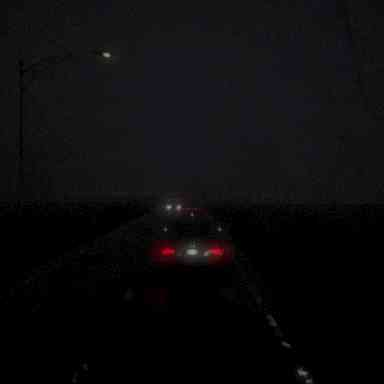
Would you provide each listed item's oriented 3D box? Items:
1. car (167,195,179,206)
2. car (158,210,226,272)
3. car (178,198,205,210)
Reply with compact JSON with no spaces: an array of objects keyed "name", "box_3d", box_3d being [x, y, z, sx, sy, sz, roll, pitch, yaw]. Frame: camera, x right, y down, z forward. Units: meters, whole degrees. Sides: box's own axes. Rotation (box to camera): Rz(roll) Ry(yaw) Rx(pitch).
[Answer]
[{"name":"car","box_3d":[-2.809,1.320,52.451,1.882,1.535,5.008,0,0,0]},{"name":"car","box_3d":[0.019,1.524,10.687,2.033,1.411,5.357,0,0,0]},{"name":"car","box_3d":[0.039,1.436,27.871,1.837,1.490,4.892,0,1,1]}]
